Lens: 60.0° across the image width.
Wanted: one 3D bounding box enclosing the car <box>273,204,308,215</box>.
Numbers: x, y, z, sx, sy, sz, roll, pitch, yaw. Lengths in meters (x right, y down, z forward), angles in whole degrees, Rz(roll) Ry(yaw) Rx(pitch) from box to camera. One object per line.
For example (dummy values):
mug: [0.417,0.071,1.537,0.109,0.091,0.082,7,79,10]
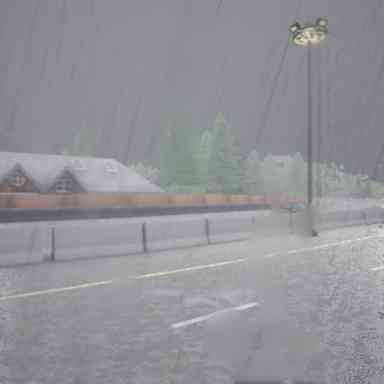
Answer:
car: [8.908,1.718,29.310,4.181,1.385,1.994,1,-1,-44]
